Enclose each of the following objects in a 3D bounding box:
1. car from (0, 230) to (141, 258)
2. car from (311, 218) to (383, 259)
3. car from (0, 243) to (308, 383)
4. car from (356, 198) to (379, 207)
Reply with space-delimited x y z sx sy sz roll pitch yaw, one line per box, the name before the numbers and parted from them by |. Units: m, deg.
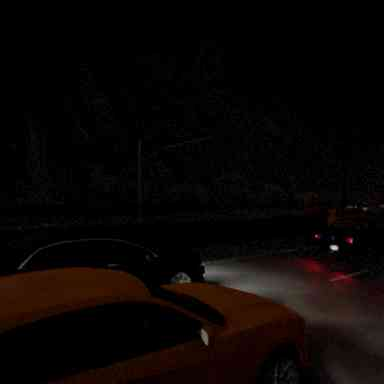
car | -1.960 1.523 6.655 4.892 1.490 1.837 0 0 -36
car | 6.844 1.695 13.108 4.718 1.301 1.895 0 0 -36
car | -0.970 1.484 3.051 5.008 1.535 1.882 0 0 -36
car | 29.748 1.715 56.222 5.008 1.535 1.882 0 0 -36
